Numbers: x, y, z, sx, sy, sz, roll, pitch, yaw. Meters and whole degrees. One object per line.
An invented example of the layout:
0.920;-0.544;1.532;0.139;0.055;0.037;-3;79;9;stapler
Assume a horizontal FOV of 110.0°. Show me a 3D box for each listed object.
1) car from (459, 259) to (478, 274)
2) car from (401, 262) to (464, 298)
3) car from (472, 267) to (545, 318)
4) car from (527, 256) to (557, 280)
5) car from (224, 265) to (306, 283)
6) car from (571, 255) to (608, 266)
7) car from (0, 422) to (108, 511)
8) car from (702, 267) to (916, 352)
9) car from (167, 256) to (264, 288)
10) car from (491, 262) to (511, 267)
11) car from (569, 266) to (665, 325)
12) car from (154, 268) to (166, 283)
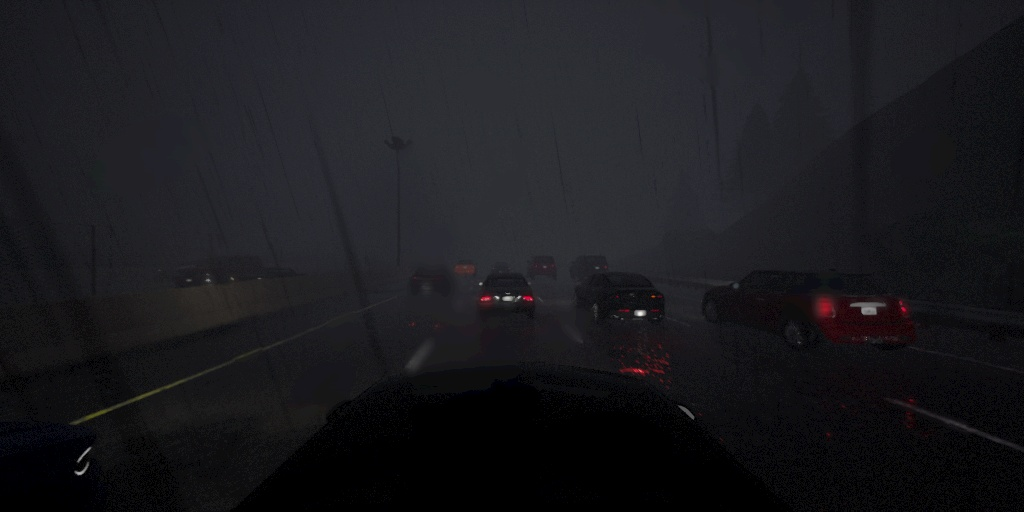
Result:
-4.628;1.133;36.812;2.097;1.767;4.553;0;0;-2;car
-3.938;1.260;18.574;2.128;1.511;4.902;0;0;-2;car
-0.223;1.305;13.008;2.033;1.411;5.357;0;0;-2;car
2.570;0.983;31.773;2.150;2.045;5.566;0;0;-2;car
-14.767;1.396;21.985;1.895;1.301;4.718;0;0;-2;car
6.176;0.974;29.086;2.150;2.045;5.566;0;0;-2;car
-3.475;1.235;0.112;1.882;1.535;5.008;0;0;1;car
6.873;1.091;9.090;2.097;1.767;4.553;0;0;-1;car
-18.308;1.028;22.993;2.150;2.045;5.566;0;0;-2;car
-1.088;1.297;35.760;1.812;1.442;4.674;0;0;-2;car
3.299;1.253;11.839;1.837;1.490;4.892;0;0;-2;car
-25.519;1.176;28.465;2.097;1.767;4.553;0;0;-2;car
